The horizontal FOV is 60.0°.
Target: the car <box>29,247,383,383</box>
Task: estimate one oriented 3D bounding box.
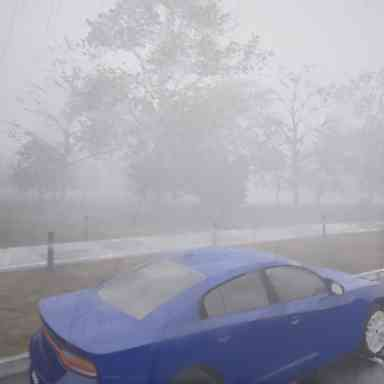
[{"bbox_3d":[0.656,1.482,4.364,5.008,1.535,2.097,0,0,-34],"label":"car"}]
